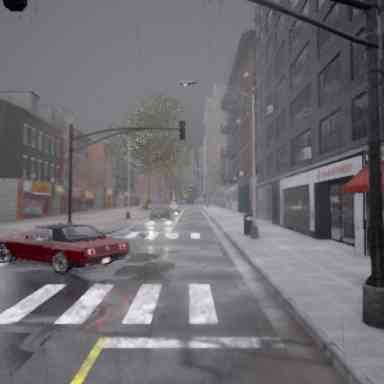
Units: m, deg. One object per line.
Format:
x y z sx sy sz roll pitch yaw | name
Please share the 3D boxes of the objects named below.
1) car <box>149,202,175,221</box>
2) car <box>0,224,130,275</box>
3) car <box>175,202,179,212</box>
-2.850 1.830 31.125 1.837 1.490 4.892 0 -1 0 | car
-4.356 1.688 10.688 4.718 1.301 1.895 -1 -2 32 | car
-2.839 2.093 46.704 1.812 1.442 4.674 0 -1 0 | car
